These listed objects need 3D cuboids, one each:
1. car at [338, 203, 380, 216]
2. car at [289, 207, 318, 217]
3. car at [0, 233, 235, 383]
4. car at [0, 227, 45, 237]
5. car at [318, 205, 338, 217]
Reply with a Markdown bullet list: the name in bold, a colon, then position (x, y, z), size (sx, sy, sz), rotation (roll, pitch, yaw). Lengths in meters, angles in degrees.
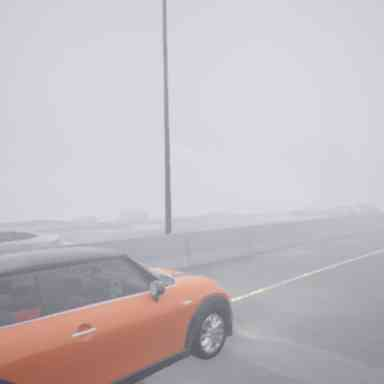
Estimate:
- **car**: position (19.096, 2.045, 37.434), size (4.553, 1.767, 2.097), rotation (0, -2, -32)
- **car**: position (14.843, 2.551, 43.045), size (4.718, 1.301, 1.895), rotation (0, -2, -32)
- **car**: position (-1.420, 1.525, 4.451), size (2.097, 1.767, 4.553), rotation (-3, -2, 44)
- **car**: position (-7.039, 2.043, 11.931), size (1.812, 1.442, 4.674), rotation (-3, -2, 44)
- **car**: position (18.330, 2.294, 41.086), size (5.008, 1.535, 1.882), rotation (0, -2, -32)
